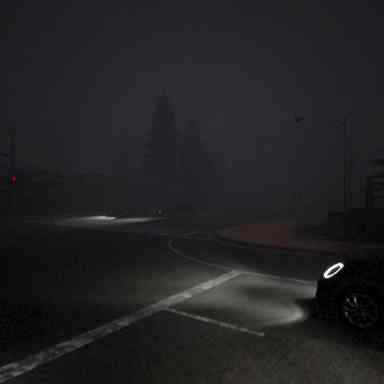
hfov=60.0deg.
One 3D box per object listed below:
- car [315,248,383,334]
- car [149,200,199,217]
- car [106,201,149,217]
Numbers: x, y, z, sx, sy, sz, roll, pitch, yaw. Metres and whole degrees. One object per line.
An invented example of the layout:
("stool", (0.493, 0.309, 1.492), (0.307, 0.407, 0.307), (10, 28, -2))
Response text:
("car", (4.393, 1.356, 5.207), (4.553, 1.767, 2.097), (0, 0, 38))
("car", (-1.312, 1.469, 31.187), (2.128, 1.511, 4.902), (0, 0, 38))
("car", (-5.866, 1.536, 31.014), (1.994, 1.385, 4.181), (0, 0, 38))
